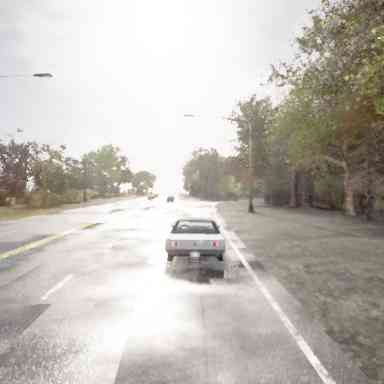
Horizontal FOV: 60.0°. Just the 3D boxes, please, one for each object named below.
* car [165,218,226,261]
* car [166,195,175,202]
[{"bbox_3d":[0.128,1.605,12.295,1.895,1.301,4.718,0,0,1],"label":"car"},{"bbox_3d":[-4.960,1.552,77.015,2.033,1.411,5.357,0,0,-3],"label":"car"}]
